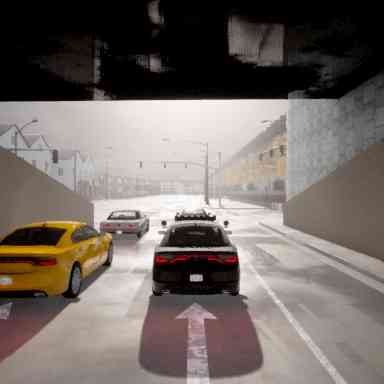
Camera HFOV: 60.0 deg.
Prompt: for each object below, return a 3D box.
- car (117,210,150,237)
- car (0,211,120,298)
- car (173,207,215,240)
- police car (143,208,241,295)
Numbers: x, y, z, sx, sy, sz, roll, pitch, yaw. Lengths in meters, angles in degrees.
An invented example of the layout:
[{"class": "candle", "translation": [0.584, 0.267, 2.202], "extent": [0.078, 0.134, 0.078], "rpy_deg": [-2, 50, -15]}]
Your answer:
[{"class": "car", "translation": [-3.404, 1.601, 17.808], "extent": [1.895, 1.301, 4.718], "rpy_deg": [0, 0, 0]}, {"class": "car", "translation": [-3.409, 1.478, 8.565], "extent": [1.882, 1.535, 5.008], "rpy_deg": [0, 0, 0]}, {"class": "car", "translation": [0.094, 1.564, 17.852], "extent": [1.994, 1.385, 4.181], "rpy_deg": [0, 0, 0]}, {"class": "police car", "translation": [0.087, 1.425, 8.890], "extent": [1.930, 1.638, 5.238], "rpy_deg": [0, 0, 0]}]
